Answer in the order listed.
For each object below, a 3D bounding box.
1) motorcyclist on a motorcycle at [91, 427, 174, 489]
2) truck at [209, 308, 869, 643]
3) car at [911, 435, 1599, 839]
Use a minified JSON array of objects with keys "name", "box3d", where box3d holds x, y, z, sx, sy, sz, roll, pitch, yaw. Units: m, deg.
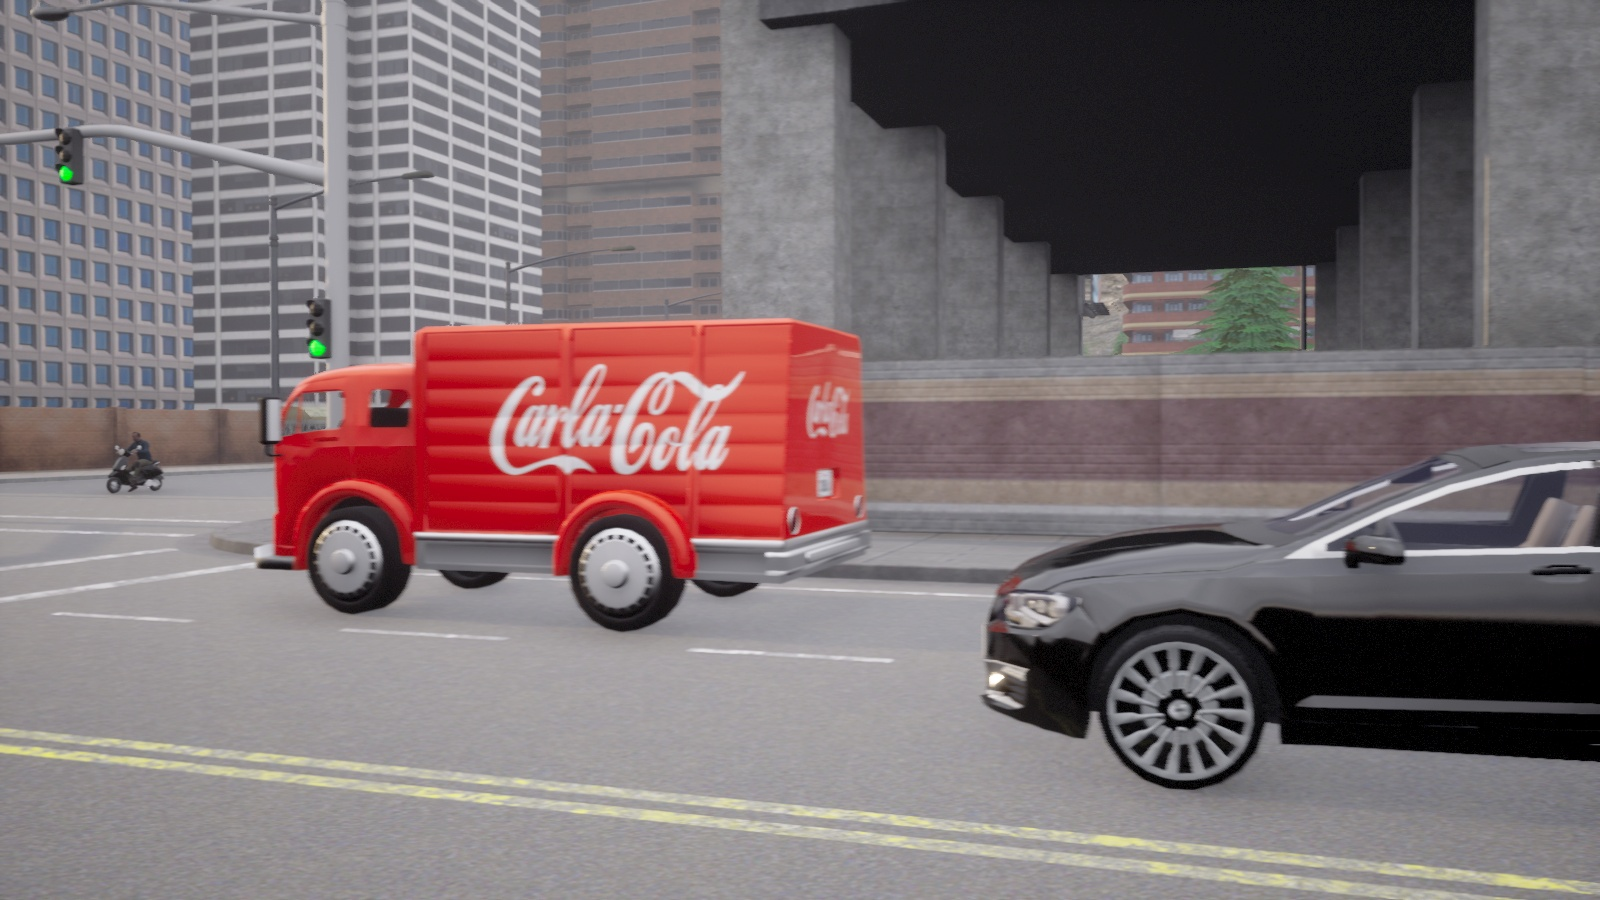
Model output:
[{"name":"motorcyclist on a motorcycle","box3d":[-17.532,0.185,33.030,0.866,1.590,1.817,1,1,19]},{"name":"truck","box3d":[-2.245,0.150,11.326,5.204,2.467,2.627,1,1,19]},{"name":"car","box3d":[3.160,0.701,5.822,4.902,1.511,2.128,1,1,19]}]
